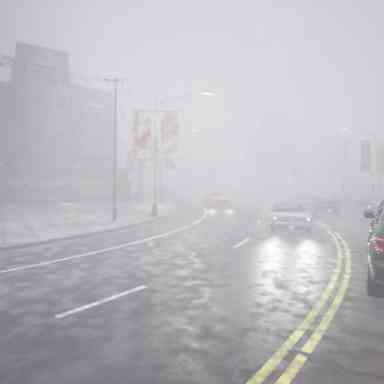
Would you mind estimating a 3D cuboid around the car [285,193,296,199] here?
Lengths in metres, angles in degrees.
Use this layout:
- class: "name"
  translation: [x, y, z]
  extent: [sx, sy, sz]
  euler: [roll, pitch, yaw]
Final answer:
- class: "car"
  translation: [12.338, 0.750, 37.478]
  extent: [2.033, 1.411, 5.357]
  euler: [1, 2, -11]

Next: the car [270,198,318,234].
- class: "car"
  translation: [4.955, 1.223, 16.945]
  extent: [1.895, 1.301, 4.718]
  euler: [1, 2, 14]

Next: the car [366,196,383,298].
- class: "car"
  translation: [5.275, 1.096, 7.626]
  extent: [2.150, 2.045, 5.566]
  euler: [2, 2, 28]

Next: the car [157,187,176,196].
- class: "car"
  translation: [-4.601, -0.114, 59.011]
  extent: [2.128, 1.511, 4.902]
  euler: [0, 2, -30]

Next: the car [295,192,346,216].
- class: "car"
  translation: [9.754, 0.977, 25.664]
  extent: [1.837, 1.490, 4.892]
  euler: [2, 2, 3]

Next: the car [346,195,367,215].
- class: "car"
  translation: [16.469, 1.044, 30.722]
  extent: [1.895, 1.301, 4.718]
  euler: [1, 2, 0]

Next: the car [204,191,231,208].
- class: "car"
  translation: [2.388, 0.658, 32.084]
  extent: [1.882, 1.535, 5.008]
  euler: [1, 1, -7]
